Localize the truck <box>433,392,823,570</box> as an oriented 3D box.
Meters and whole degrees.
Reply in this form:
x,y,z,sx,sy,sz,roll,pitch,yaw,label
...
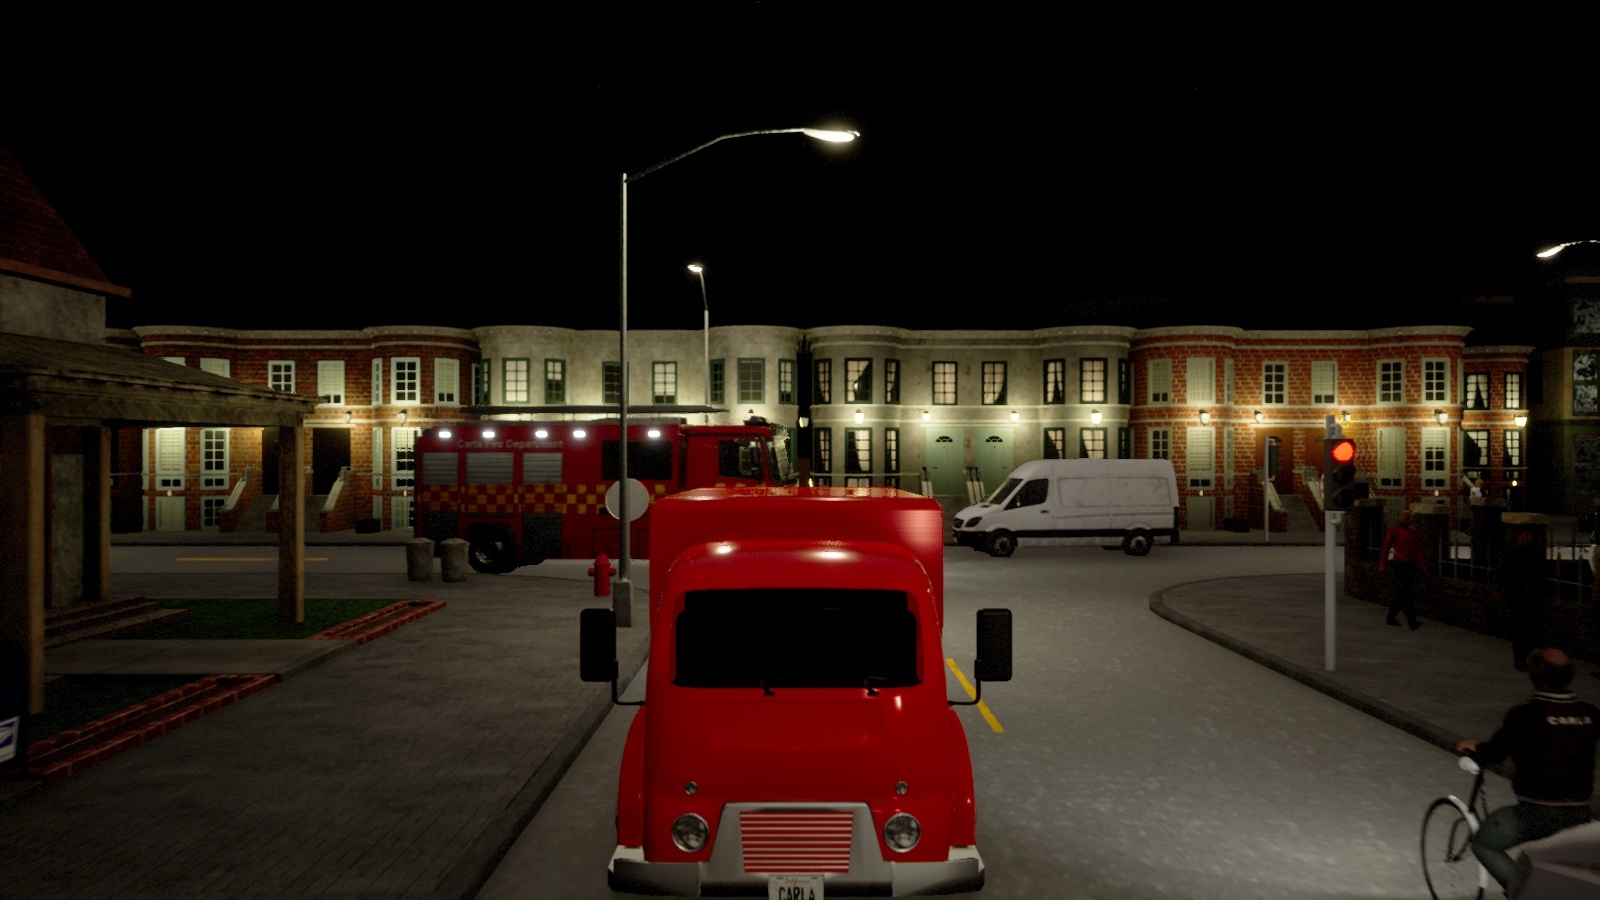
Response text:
x,y,z,sx,sy,sz,roll,pitch,yaw,label
-3.818,0.663,26.427,8.468,3.827,2.891,0,0,6,truck

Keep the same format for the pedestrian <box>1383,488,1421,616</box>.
x,y,z,sx,sy,sz,roll,pitch,yaw,label
8.967,1.510,17.037,0.375,1.860,0.375,0,0,2,pedestrian

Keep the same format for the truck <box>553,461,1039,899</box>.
x,y,z,sx,sy,sz,roll,pitch,yaw,label
-0.030,1.345,8.780,2.627,2.467,5.204,0,0,0,truck

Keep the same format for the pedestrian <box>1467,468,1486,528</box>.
x,y,z,sx,sy,sz,roll,pitch,yaw,label
21.212,1.514,35.820,0.375,1.860,0.375,0,0,-15,pedestrian

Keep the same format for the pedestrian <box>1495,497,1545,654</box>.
x,y,z,sx,sy,sz,roll,pitch,yaw,label
8.732,1.513,13.866,0.375,1.860,0.375,0,0,3,pedestrian

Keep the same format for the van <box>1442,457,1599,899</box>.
x,y,z,sx,sy,sz,roll,pitch,yaw,label
4.004,1.313,2.405,1.988,2.561,5.915,0,0,0,van

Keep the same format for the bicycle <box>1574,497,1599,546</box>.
x,y,z,sx,sy,sz,roll,pitch,yaw,label
21.981,1.927,31.027,1.643,1.296,0.373,0,0,0,bicycle

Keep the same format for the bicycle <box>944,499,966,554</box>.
x,y,z,sx,sy,sz,roll,pitch,yaw,label
3.954,1.931,29.230,0.329,1.271,1.835,0,0,0,bicycle

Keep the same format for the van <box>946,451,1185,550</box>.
x,y,z,sx,sy,sz,roll,pitch,yaw,label
7.051,1.306,30.687,5.915,2.561,1.988,0,0,-6,van
